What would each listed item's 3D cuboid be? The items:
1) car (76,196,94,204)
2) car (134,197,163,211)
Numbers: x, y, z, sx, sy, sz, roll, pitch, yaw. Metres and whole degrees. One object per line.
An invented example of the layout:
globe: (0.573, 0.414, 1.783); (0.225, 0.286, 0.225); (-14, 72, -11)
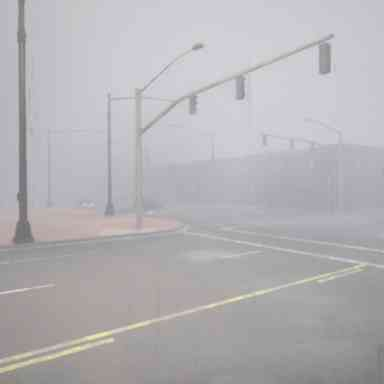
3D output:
car: (-18.553, 1.404, 57.553); (1.994, 1.385, 4.181); (-1, 0, -35)
car: (-5.152, 1.346, 38.809); (1.837, 1.490, 4.892); (-1, 0, -36)
